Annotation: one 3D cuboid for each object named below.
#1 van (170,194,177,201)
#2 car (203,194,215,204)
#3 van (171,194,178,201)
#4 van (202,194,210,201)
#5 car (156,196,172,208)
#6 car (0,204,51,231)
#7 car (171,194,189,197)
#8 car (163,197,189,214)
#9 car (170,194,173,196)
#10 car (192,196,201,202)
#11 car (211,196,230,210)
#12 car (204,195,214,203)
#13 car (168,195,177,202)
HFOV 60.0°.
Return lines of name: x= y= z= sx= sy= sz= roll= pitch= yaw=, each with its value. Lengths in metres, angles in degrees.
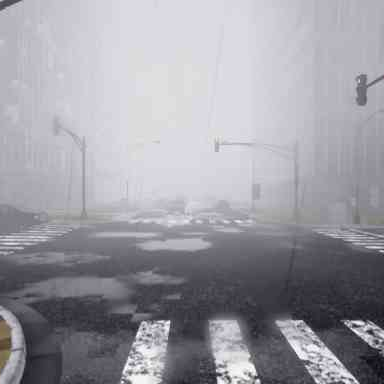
van: x=-4.433 y=1.321 z=80.454 sx=1.690 sy=1.788 sz=3.998 roll=0 pitch=0 yaw=0
car: x=3.572 y=1.313 z=63.930 sx=2.192 sy=1.841 sz=5.009 roll=0 pitch=0 yaw=0
van: x=-4.475 y=1.315 z=85.981 sx=1.690 sy=1.788 sz=3.998 roll=0 pitch=0 yaw=0
van: x=3.447 y=1.321 z=80.513 sx=1.690 sy=1.788 sz=3.998 roll=0 pitch=0 yaw=0
car: x=-4.183 y=1.592 z=47.289 sx=1.802 sy=1.307 sz=4.206 roll=0 pitch=0 yaw=0
car: x=-10.958 y=1.366 z=18.923 sx=5.357 sy=1.411 sz=2.033 roll=1 pitch=0 yaw=1
car: x=-1.731 y=1.499 z=49.819 sx=2.128 sy=1.511 sz=4.902 roll=0 pitch=0 yaw=-1
car: x=-1.624 y=1.563 z=35.375 sx=2.033 sy=1.411 sz=5.357 roll=0 pitch=0 yaw=0
car: x=-4.308 y=1.563 z=63.871 sx=1.947 sy=1.339 sz=4.313 roll=0 pitch=0 yaw=0
car: x=0.942 y=1.512 z=73.102 sx=1.812 sy=1.442 sz=4.674 roll=0 pitch=0 yaw=0
car: x=3.788 y=1.579 z=41.822 sx=1.947 sy=1.339 sz=4.313 roll=0 pitch=0 yaw=0
car: x=3.531 y=1.432 z=69.459 sx=1.967 sy=1.590 sz=4.097 roll=0 pitch=0 yaw=0
car: x=-4.391 y=1.426 z=74.927 sx=1.967 sy=1.590 sz=4.097 roll=0 pitch=0 yaw=0
